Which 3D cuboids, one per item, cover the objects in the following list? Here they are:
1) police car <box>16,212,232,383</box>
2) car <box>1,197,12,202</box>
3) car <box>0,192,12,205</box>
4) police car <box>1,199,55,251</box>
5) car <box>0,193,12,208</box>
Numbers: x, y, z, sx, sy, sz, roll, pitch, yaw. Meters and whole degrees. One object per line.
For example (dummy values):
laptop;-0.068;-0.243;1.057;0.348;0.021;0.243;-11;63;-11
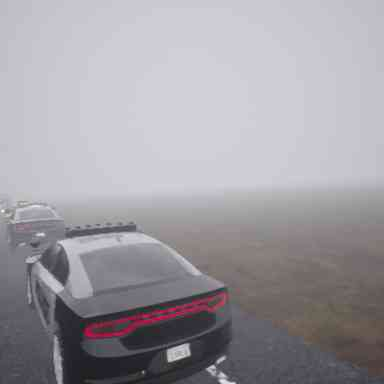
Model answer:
police car;-1.491;1.334;5.410;1.930;1.638;5.238;-2;1;-32
car;-9.756;1.287;19.142;1.801;1.575;5.366;-2;1;-30
car;-28.260;0.993;49.931;2.097;1.767;4.553;-2;1;-28
police car;-6.662;1.288;13.930;1.930;1.638;5.238;-2;1;-31
car;-21.720;1.240;38.031;1.837;1.490;4.892;-2;2;-28
